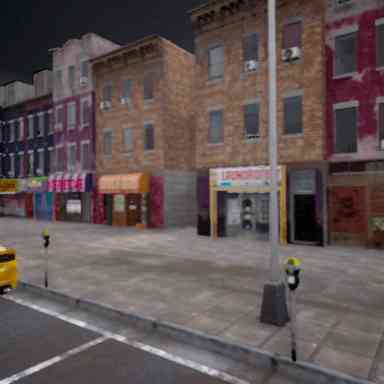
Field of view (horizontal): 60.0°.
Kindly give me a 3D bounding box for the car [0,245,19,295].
[{"bbox_3d":[-5.884,1.489,7.470,5.008,1.535,1.882,0,0,36],"label":"car"}]
